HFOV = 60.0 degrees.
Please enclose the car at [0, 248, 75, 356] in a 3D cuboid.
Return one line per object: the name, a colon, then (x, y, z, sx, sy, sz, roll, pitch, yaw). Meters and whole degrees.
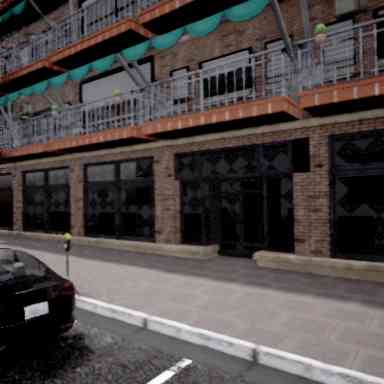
car: (-3.768, 1.639, 5.653, 4.313, 1.339, 1.947, -1, -1, 35)
